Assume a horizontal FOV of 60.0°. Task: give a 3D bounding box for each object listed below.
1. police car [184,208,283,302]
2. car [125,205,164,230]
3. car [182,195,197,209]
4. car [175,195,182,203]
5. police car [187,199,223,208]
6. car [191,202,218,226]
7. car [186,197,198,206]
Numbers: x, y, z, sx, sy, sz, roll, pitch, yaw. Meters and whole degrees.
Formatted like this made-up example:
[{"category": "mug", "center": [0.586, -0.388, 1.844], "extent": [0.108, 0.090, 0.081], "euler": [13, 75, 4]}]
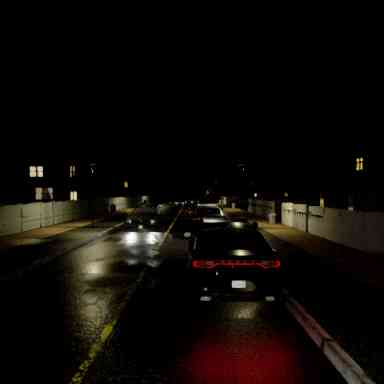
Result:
[{"category": "police car", "center": [0.824, 1.424, 8.445], "extent": [1.930, 1.638, 5.238], "euler": [0, 0, 0]}, {"category": "car", "center": [-2.852, 1.556, 21.202], "extent": [2.033, 1.411, 5.357], "euler": [0, 0, 0]}, {"category": "car", "center": [0.024, 1.409, 45.790], "extent": [2.097, 1.767, 4.553], "euler": [0, 0, 0]}, {"category": "car", "center": [-2.757, 1.531, 76.396], "extent": [2.097, 1.767, 4.553], "euler": [0, 0, 0]}, {"category": "police car", "center": [0.823, 1.432, 18.448], "extent": [1.930, 1.638, 5.238], "euler": [0, 0, 0]}, {"category": "car", "center": [0.822, 1.518, 24.338], "extent": [1.837, 1.490, 4.892], "euler": [0, 0, 0]}, {"category": "car", "center": [-0.005, 1.667, 59.758], "extent": [1.994, 1.385, 4.181], "euler": [0, 0, 0]}]
